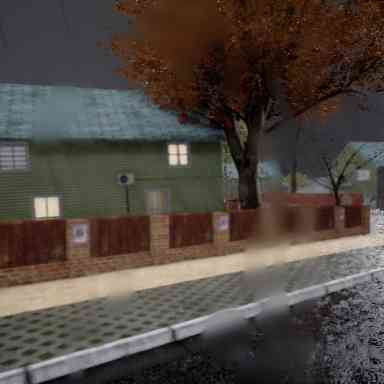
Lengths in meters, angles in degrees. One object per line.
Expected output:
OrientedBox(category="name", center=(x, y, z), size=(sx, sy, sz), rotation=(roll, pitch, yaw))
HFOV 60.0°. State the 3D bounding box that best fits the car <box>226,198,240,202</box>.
OrientedBox(category="car", center=(5.854, 1.598, 42.112), size=(1.837, 1.490, 4.892), rotation=(-3, 2, -22))
